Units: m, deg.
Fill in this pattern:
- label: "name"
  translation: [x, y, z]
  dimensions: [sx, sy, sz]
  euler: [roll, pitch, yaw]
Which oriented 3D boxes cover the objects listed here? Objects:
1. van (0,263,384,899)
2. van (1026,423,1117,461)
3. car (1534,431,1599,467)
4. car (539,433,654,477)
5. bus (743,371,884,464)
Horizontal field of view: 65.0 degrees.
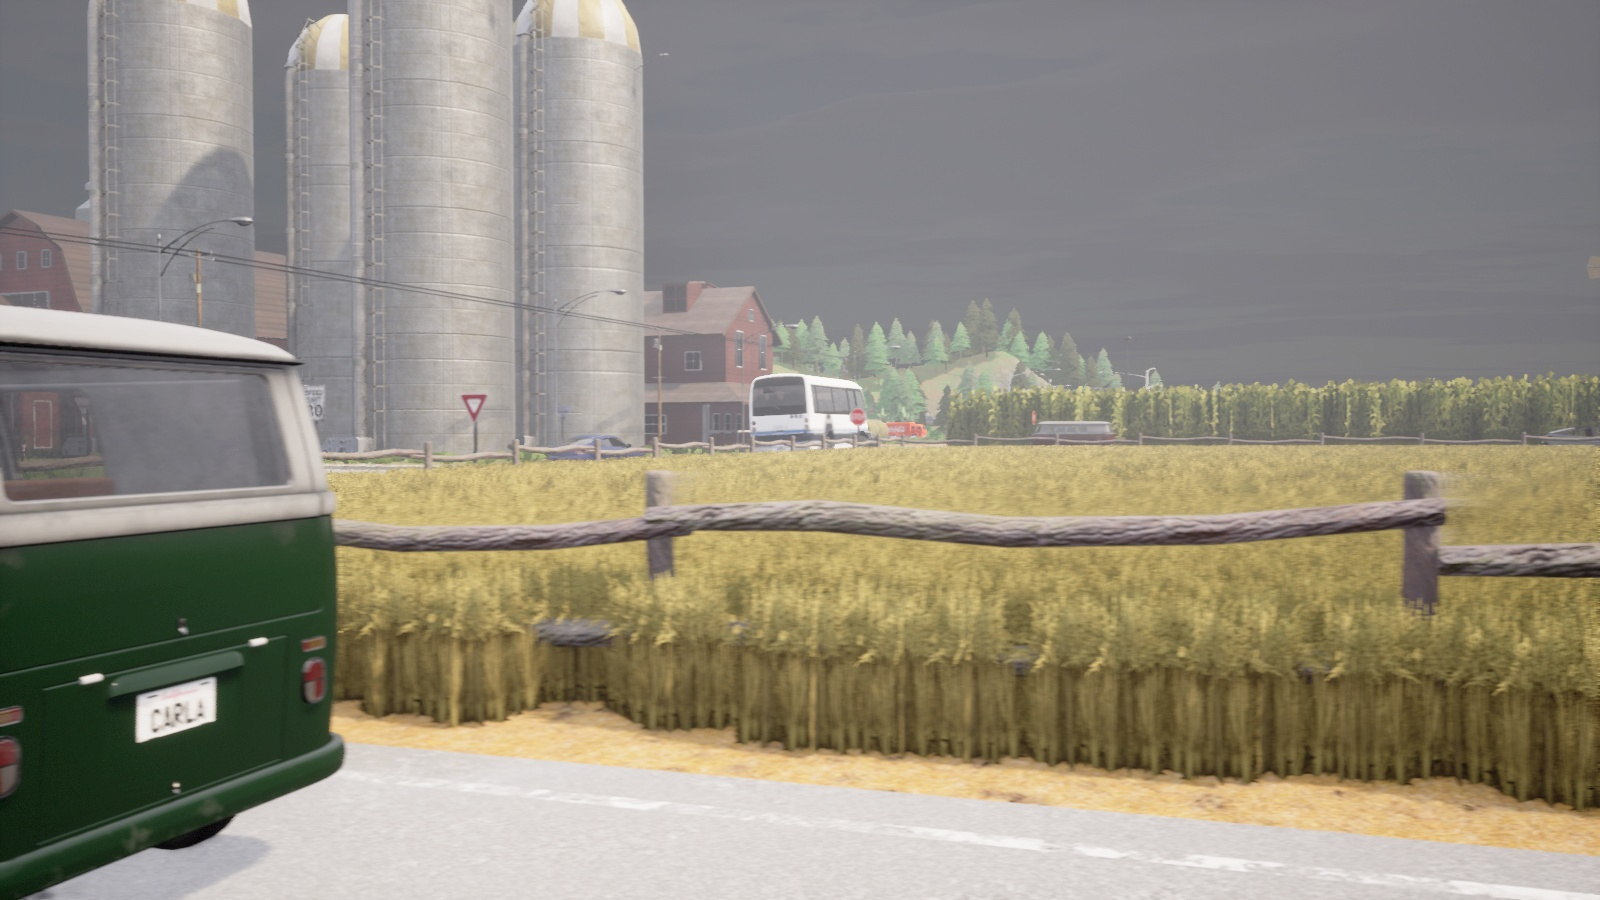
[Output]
- label: "van"
  translation: [-3.927, 0.492, 4.510]
  dimensions: [4.442, 1.987, 1.775]
  euler: [1, 1, 19]
- label: "van"
  translation: [14.422, -0.436, 66.752]
  dimensions: [4.442, 1.987, 1.775]
  euler: [1, 1, 22]
- label: "car"
  translation: [34.978, -0.051, 55.113]
  dimensions: [4.514, 1.525, 2.007]
  euler: [0, 1, 22]
- label: "car"
  translation: [-7.000, 0.126, 43.681]
  dimensions: [1.812, 1.442, 4.674]
  euler: [1, 1, 22]
- label: "bus"
  translation: [0.914, -1.588, 65.039]
  dimensions: [3.944, 4.253, 10.273]
  euler: [-2, 0, 20]
